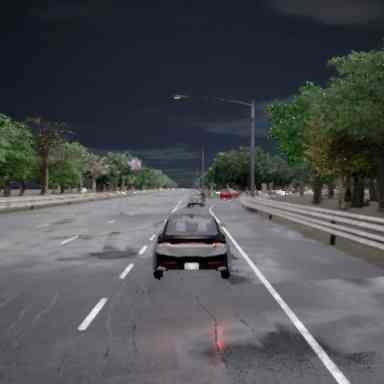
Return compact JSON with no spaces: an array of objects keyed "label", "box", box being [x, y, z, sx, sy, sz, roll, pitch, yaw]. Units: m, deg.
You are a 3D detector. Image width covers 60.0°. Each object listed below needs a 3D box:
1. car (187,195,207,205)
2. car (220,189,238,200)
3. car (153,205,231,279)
[{"label":"car","box":[0.636,1.024,39.164,2.033,1.411,5.357,0,1,8]},{"label":"car","box":[7.006,0.399,62.706,2.150,2.045,5.566,0,1,24]},{"label":"car","box":[-0.008,1.362,9.618,2.128,1.511,4.902,0,1,0]}]
